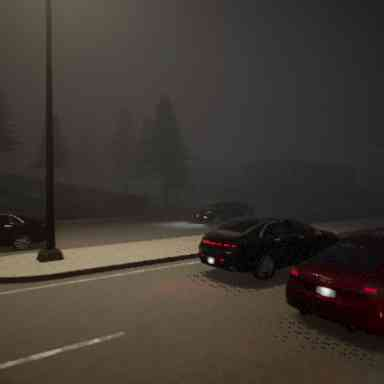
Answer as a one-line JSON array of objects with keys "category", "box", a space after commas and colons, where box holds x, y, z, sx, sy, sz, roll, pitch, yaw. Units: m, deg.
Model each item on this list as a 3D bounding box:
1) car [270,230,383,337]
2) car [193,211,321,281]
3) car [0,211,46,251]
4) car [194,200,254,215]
[{"category": "car", "box": [3.718, 1.509, 6.350, 4.181, 1.385, 1.994, -1, 0, -36]}, {"category": "car", "box": [2.439, 1.441, 9.739, 4.892, 1.490, 1.837, -1, 0, -35]}, {"category": "car", "box": [-8.021, 1.492, 12.412, 4.892, 1.490, 1.837, -1, 0, -35]}, {"category": "car", "box": [2.359, 1.370, 24.005, 4.892, 1.490, 1.837, 0, 0, -35]}]
